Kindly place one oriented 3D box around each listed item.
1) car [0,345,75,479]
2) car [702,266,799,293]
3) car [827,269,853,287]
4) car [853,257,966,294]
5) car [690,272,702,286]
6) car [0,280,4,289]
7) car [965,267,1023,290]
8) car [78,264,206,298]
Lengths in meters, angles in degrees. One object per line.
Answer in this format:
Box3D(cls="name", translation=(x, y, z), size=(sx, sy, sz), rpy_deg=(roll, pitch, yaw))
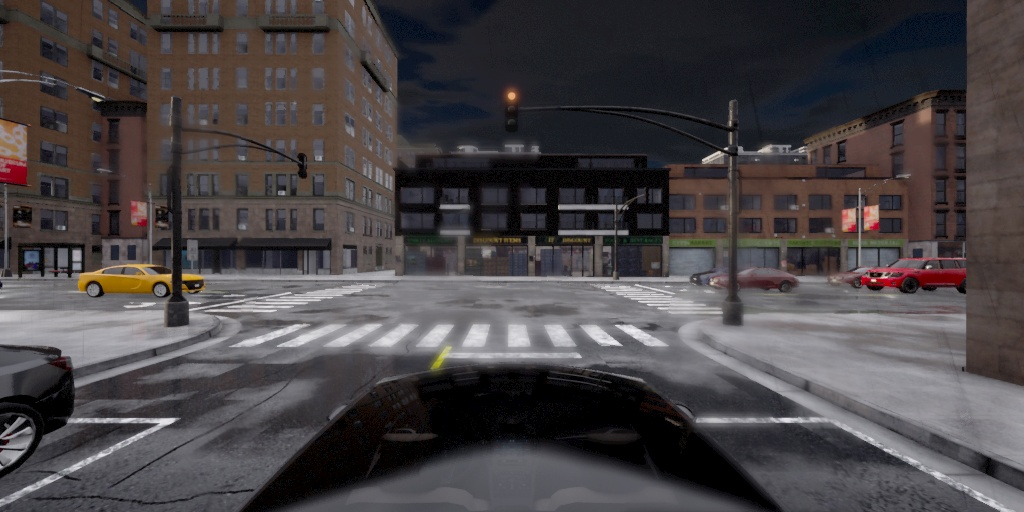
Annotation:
Box3D(cls="car", translation=(-5.387, 1.316, 1.910), size=(1.948, 1.339, 4.313), rpy_deg=(0, 0, 0))
Box3D(cls="car", translation=(14.105, 1.354, 21.008), size=(4.674, 1.442, 1.812), rpy_deg=(0, 0, 1))
Box3D(cls="car", translation=(24.167, 1.407, 24.298), size=(4.674, 1.442, 1.812), rpy_deg=(0, 0, 0))
Box3D(cls="car", translation=(23.999, 1.102, 21.043), size=(5.566, 2.045, 2.150), rpy_deg=(0, 0, 0))
Box3D(cls="car", translation=(14.405, 1.394, 24.260), size=(4.181, 1.385, 1.994), rpy_deg=(0, 0, 0))
Box3D(cls="car", translation=(-27.853, 1.150, 17.346), size=(4.674, 1.442, 1.812), rpy_deg=(0, 0, 0))
Box3D(cls="car", translation=(34.121, 1.498, 24.352), size=(4.181, 1.385, 1.994), rpy_deg=(0, 0, 0))
Box3D(cls="car", translation=(-17.787, 1.149, 17.396), size=(5.008, 1.535, 1.882), rpy_deg=(0, 0, 0))
